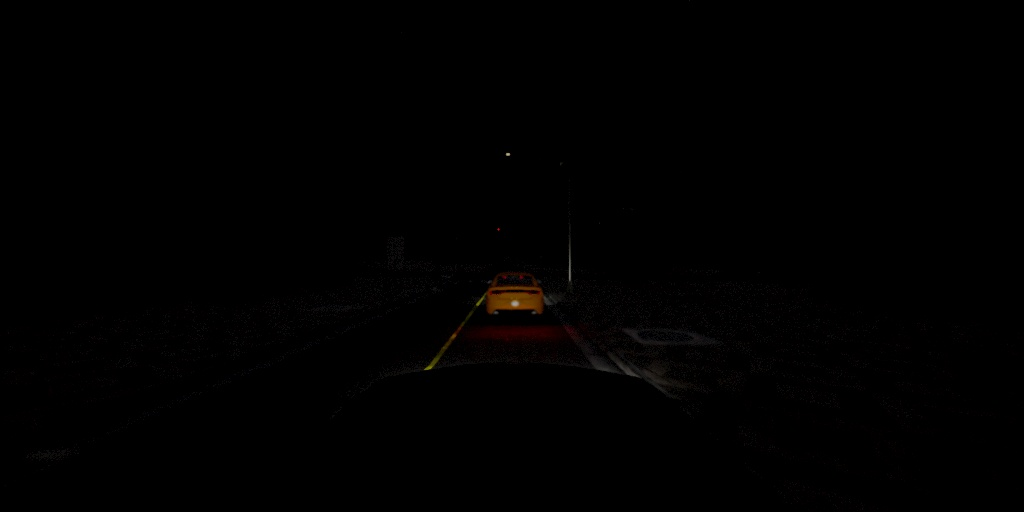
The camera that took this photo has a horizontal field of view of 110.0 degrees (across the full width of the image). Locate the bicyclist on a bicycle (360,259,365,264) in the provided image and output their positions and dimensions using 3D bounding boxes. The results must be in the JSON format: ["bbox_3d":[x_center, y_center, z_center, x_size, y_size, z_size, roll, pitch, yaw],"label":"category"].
[{"bbox_3d":[-20.527,1.253,49.115,0.582,1.620,1.656,1,0,0],"label":"bicyclist on a bicycle"}]

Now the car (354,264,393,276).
[{"bbox_3d":[-14.806,1.474,37.615,4.403,1.370,2.007,0,0,0],"label":"car"}]

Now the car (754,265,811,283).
[{"bbox_3d":[29.031,1.897,37.729,5.009,1.841,2.192,0,0,0],"label":"car"}]

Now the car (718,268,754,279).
[{"bbox_3d":[29.033,2.207,46.255,4.507,1.381,1.888,0,0,0],"label":"car"}]

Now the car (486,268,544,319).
[{"bbox_3d":[0.091,1.343,13.298,1.882,1.535,5.008,0,-1,0],"label":"car"}]

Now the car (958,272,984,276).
[{"bbox_3d":[45.961,2.410,37.736,4.507,1.381,1.888,0,0,0],"label":"car"}]

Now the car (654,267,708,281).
[{"bbox_3d":[17.914,1.928,37.725,4.829,1.417,1.751,0,0,0],"label":"car"}]

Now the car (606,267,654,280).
[{"bbox_3d":[12.101,1.881,37.722,4.313,1.339,1.948,0,0,0],"label":"car"}]

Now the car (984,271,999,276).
[{"bbox_3d":[51.606,2.399,37.738,4.097,1.591,1.967,0,0,0],"label":"car"}]

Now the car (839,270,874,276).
[{"bbox_3d":[34.674,2.220,37.732,4.507,1.381,1.888,0,0,0],"label":"car"}]
